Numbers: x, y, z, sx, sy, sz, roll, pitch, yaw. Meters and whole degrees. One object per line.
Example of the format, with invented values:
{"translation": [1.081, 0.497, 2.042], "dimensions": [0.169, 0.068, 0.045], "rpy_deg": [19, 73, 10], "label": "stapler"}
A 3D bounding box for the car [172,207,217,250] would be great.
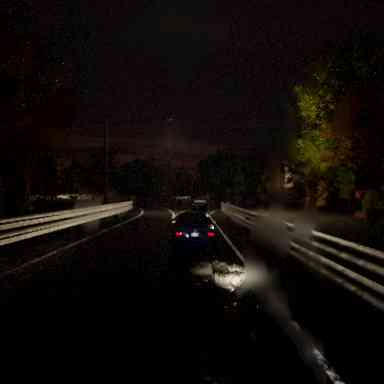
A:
{"translation": [0.099, 1.628, 14.761], "dimensions": [2.033, 1.411, 5.357], "rpy_deg": [0, 0, 0], "label": "car"}

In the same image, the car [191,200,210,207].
{"translation": [1.054, 1.697, 41.278], "dimensions": [2.128, 1.511, 4.902], "rpy_deg": [2, 0, 8], "label": "car"}
